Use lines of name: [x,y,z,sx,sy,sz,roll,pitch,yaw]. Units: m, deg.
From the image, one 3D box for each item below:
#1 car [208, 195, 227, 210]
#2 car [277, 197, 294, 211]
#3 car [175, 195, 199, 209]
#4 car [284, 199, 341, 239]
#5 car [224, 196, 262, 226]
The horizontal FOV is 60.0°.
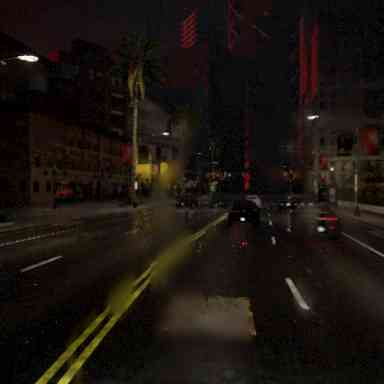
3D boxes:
car: [2.948,1.092,36.650,1.837,1.490,4.892,0,0,13]
car: [9.631,1.180,33.702,2.033,1.411,5.357,0,1,12]
car: [-0.473,1.076,37.387,1.837,1.490,4.892,0,0,13]
car: [5.900,1.315,16.289,2.128,1.511,4.902,0,1,12]
car: [3.377,1.267,21.281,1.837,1.490,4.892,0,1,12]
